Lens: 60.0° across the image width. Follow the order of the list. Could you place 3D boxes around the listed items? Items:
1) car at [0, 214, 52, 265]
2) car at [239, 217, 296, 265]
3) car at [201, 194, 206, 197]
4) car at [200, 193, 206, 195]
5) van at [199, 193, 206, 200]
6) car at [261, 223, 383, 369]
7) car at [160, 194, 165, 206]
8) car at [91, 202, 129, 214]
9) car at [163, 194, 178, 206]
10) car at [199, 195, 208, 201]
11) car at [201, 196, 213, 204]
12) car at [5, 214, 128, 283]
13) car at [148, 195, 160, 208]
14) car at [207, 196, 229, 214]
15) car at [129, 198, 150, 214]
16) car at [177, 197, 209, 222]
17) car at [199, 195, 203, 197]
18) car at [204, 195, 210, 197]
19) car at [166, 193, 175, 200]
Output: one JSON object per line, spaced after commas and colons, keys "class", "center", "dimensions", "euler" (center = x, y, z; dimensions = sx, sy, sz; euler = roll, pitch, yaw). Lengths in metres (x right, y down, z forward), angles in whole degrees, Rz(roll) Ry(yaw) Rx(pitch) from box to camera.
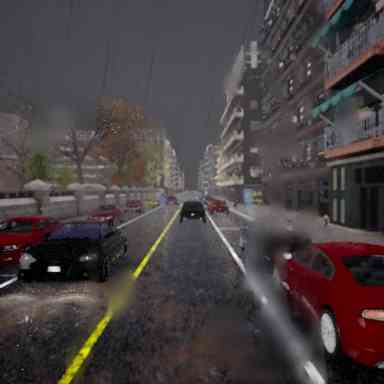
{"class": "car", "center": [-5.699, 1.509, 11.347], "dimensions": [1.887, 1.381, 4.507], "euler": [0, 0, 0]}
{"class": "car", "center": [2.682, 1.515, 11.351], "dimensions": [2.008, 1.369, 4.403], "euler": [0, 0, 0]}
{"class": "car", "center": [2.665, 1.420, 50.098], "dimensions": [1.947, 1.339, 4.313], "euler": [0, 0, 0]}
{"class": "car", "center": [2.662, 1.280, 55.632], "dimensions": [1.967, 1.590, 4.097], "euler": [0, 0, 0]}
{"class": "van", "center": [2.649, 1.112, 83.308], "dimensions": [1.690, 1.788, 3.998], "euler": [0, 0, 0]}
{"class": "car", "center": [2.684, 1.526, 5.816], "dimensions": [1.887, 1.381, 4.507], "euler": [0, 0, 0]}
{"class": "car", "center": [-5.716, 1.405, 50.093], "dimensions": [2.008, 1.369, 4.403], "euler": [0, 0, 0]}
{"class": "car", "center": [-5.703, 1.513, 22.417], "dimensions": [1.802, 1.307, 4.206], "euler": [0, 0, 0]}
{"class": "car", "center": [-3.094, 1.376, 51.418], "dimensions": [1.812, 1.442, 4.674], "euler": [0, 0, 0]}
{"class": "car", "center": [2.653, 1.350, 77.773], "dimensions": [1.947, 1.339, 4.313], "euler": [0, 0, 0]}
{"class": "car", "center": [2.660, 1.391, 61.168], "dimensions": [1.947, 1.339, 4.313], "euler": [0, 0, 0]}
{"class": "car", "center": [-3.097, 1.534, 9.456], "dimensions": [1.994, 1.385, 4.181], "euler": [0, 0, 0]}
{"class": "car", "center": [-5.713, 1.394, 44.388], "dimensions": [1.752, 1.417, 4.829], "euler": [0, 0, 0]}
{"class": "car", "center": [2.672, 1.443, 33.492], "dimensions": [1.887, 1.381, 4.507], "euler": [0, 0, 0]}
{"class": "car", "center": [-5.708, 1.481, 33.488], "dimensions": [1.802, 1.307, 4.206], "euler": [0, 0, 0]}
{"class": "car", "center": [0.068, 1.399, 25.512], "dimensions": [1.882, 1.535, 5.008], "euler": [0, 0, 0]}
{"class": "car", "center": [0.071, 1.474, 42.887], "dimensions": [1.895, 1.301, 4.718], "euler": [0, 0, 0]}
{"class": "car", "center": [2.670, 1.428, 39.027], "dimensions": [1.887, 1.381, 4.507], "euler": [0, 0, 0]}
{"class": "car", "center": [-5.734, 1.073, 88.839], "dimensions": [2.192, 1.841, 5.009], "euler": [0, 0, 0]}
